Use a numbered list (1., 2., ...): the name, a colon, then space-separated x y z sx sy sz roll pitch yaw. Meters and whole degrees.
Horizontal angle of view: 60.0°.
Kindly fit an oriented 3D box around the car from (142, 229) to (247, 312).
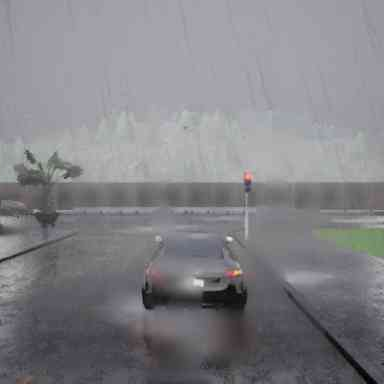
1. car: 0.053 1.548 7.771 1.994 1.385 4.181 0 0 0

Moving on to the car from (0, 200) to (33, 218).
1. car: -16.539 1.464 29.288 4.674 1.442 1.812 0 0 0
